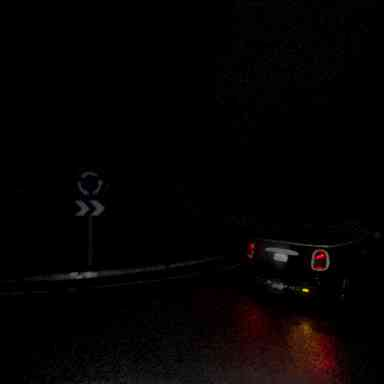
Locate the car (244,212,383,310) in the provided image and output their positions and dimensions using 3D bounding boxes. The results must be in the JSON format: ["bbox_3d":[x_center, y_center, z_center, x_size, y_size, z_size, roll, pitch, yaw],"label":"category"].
[{"bbox_3d":[3.308,1.309,8.055,4.553,1.767,2.097,0,0,-43],"label":"car"}]
